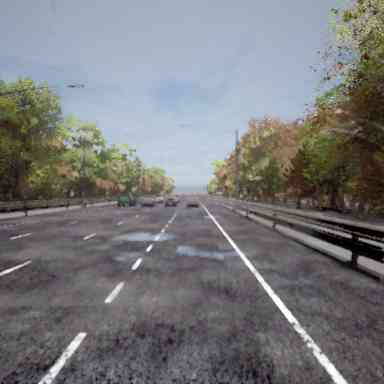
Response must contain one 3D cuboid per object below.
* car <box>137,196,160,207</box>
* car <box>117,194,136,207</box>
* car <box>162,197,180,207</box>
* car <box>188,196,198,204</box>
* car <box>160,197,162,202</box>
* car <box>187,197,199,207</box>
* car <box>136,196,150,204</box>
[{"bbox_3d":[-6.876,1.636,53.141,2.033,1.411,5.357,0,0,0],"label":"car"},{"bbox_3d":[-10.375,1.301,53.179,2.150,2.045,5.566,0,0,0],"label":"car"},{"bbox_3d":[-3.375,1.625,53.550,1.812,1.442,4.674,0,0,0],"label":"car"},{"bbox_3d":[0.161,1.691,70.957,2.033,1.411,5.357,0,0,0],"label":"car"},{"bbox_3d":[-6.839,1.724,70.728,1.895,1.301,4.718,0,0,0],"label":"car"},{"bbox_3d":[0.124,1.655,53.126,2.033,1.411,5.357,0,0,0],"label":"car"},{"bbox_3d":[-10.340,1.648,70.371,2.128,1.511,4.902,0,0,0],"label":"car"}]
